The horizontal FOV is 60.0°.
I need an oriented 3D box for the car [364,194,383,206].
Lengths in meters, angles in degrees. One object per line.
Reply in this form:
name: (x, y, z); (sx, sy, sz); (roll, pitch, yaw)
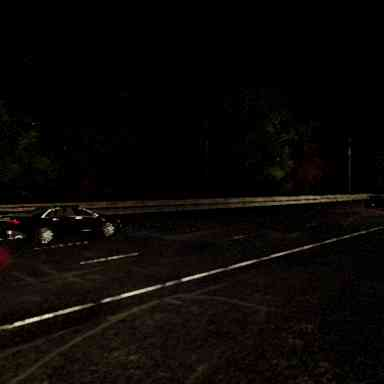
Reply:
car: (26.043, 1.073, 46.535); (2.128, 1.511, 4.902); (0, 1, 45)

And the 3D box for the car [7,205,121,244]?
car: (-5.539, 1.343, 14.951); (1.837, 1.490, 4.892); (0, 1, 45)

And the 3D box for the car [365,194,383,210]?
car: (20.314, 1.143, 35.856); (1.882, 1.535, 5.008); (0, 1, 45)
